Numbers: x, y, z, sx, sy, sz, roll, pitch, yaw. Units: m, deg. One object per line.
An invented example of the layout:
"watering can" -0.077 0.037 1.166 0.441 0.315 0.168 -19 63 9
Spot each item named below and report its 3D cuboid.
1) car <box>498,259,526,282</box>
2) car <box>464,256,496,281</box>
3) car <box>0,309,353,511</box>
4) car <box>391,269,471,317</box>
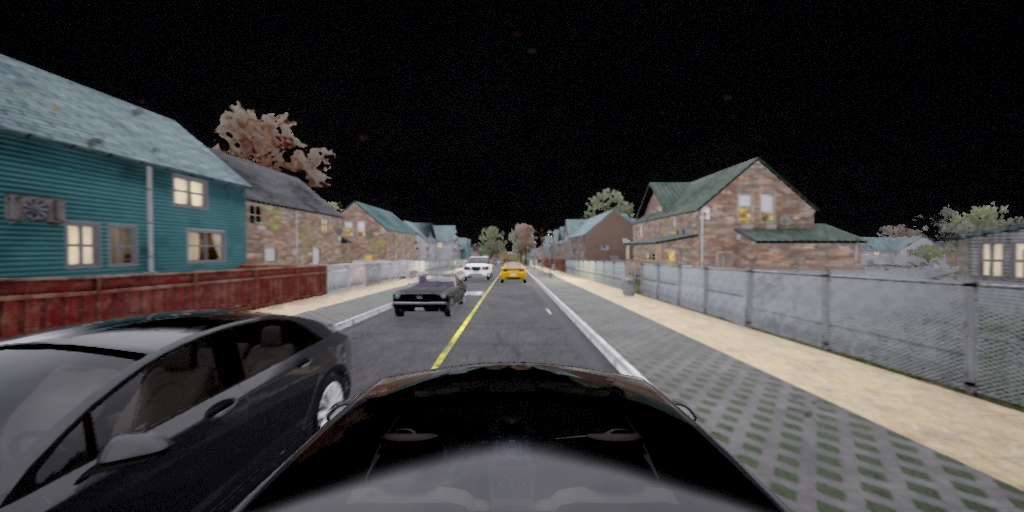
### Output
"car" 0.108 1.233 28.744 1.882 1.535 5.008 0 0 0
"car" -2.807 0.985 30.912 2.150 2.045 5.566 0 0 0
"car" -2.849 1.252 2.490 1.837 1.490 4.892 0 0 0
"car" -2.846 1.335 13.272 1.895 1.301 4.718 0 0 0
